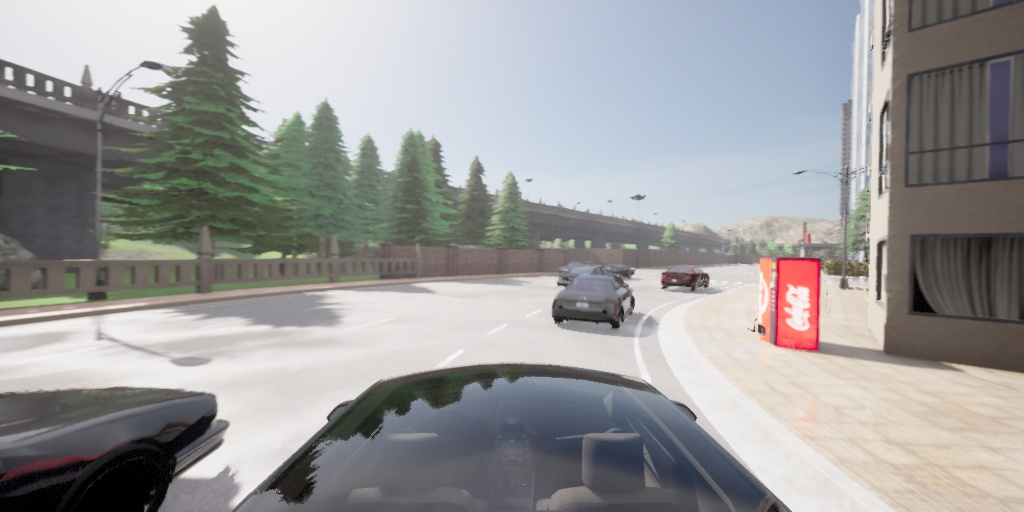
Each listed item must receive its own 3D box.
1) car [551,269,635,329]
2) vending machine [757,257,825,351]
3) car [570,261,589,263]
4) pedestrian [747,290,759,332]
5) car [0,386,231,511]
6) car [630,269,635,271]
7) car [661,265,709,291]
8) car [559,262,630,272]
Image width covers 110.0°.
[{"bbox_3d":[2.724,1.310,11.561,1.994,1.385,4.181,1,0,24],"label":"car"},{"bbox_3d":[6.076,1.022,7.939,1.100,2.100,0.880,0,0,20],"label":"vending machine"},{"bbox_3d":[6.227,1.202,33.443,2.128,1.511,4.902,1,0,42],"label":"car"},{"bbox_3d":[6.160,1.345,8.774,0.500,1.100,0.500,1,0,22],"label":"pedestrian"},{"bbox_3d":[-3.456,1.241,0.693,2.033,1.411,5.357,1,0,1],"label":"car"},{"bbox_3d":[8.823,1.384,31.099,1.895,1.301,4.718,1,0,42],"label":"car"},{"bbox_3d":[11.108,1.315,22.872,1.882,1.535,5.008,1,0,41],"label":"car"},{"bbox_3d":[4.653,1.280,20.772,2.033,1.411,5.357,1,0,40],"label":"car"}]
